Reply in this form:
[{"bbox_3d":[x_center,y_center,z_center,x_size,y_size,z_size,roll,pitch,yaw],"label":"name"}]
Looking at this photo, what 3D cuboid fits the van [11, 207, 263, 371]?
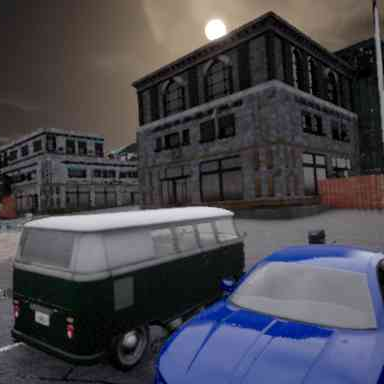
[{"bbox_3d":[-0.597,1.301,5.889,1.878,1.987,4.442,-1,-1,36],"label":"van"}]
